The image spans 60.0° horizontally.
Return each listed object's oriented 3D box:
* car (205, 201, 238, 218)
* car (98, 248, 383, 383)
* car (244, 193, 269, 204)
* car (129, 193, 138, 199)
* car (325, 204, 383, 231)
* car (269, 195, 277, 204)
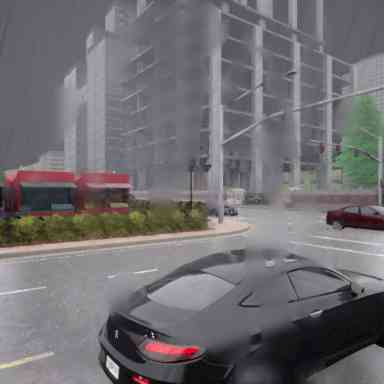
[{"bbox_3d":[2.134,1.507,29.316,1.994,1.385,4.181,0,0,-36],"label":"car"},{"bbox_3d":[1.105,1.526,4.573,4.674,1.442,1.812,0,0,-35],"label":"car"},{"bbox_3d":[10.822,1.114,57.643,1.905,1.878,3.866,0,0,-36],"label":"car"},{"bbox_3d":[-8.797,1.168,44.359,2.150,2.045,5.566,0,0,-36],"label":"car"},{"bbox_3d":[9.991,1.459,18.524,1.882,1.535,5.008,0,0,-36],"label":"car"},{"bbox_3d":[13.210,1.114,59.359,1.905,1.878,3.866,0,0,-36],"label":"car"}]
